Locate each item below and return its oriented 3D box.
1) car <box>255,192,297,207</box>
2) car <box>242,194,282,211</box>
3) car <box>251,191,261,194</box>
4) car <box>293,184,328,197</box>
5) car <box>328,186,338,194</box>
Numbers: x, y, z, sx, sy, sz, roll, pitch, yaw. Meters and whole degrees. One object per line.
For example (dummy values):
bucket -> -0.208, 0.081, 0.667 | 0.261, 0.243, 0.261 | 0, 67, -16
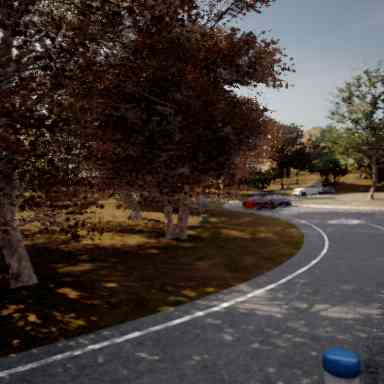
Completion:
car -> 9.322, 0.990, 37.681 | 2.033, 1.411, 5.357 | -3, 1, -11
car -> 6.926, 1.210, 34.471 | 1.895, 1.301, 4.718 | -3, 1, -16
car -> 10.693, 0.623, 54.223 | 1.994, 1.385, 4.181 | -2, 2, 42
car -> 20.004, -0.262, 57.504 | 5.566, 2.045, 2.150 | -3, 1, -21
car -> 24.742, -0.264, 62.204 | 4.902, 1.511, 2.128 | -2, 1, -7
